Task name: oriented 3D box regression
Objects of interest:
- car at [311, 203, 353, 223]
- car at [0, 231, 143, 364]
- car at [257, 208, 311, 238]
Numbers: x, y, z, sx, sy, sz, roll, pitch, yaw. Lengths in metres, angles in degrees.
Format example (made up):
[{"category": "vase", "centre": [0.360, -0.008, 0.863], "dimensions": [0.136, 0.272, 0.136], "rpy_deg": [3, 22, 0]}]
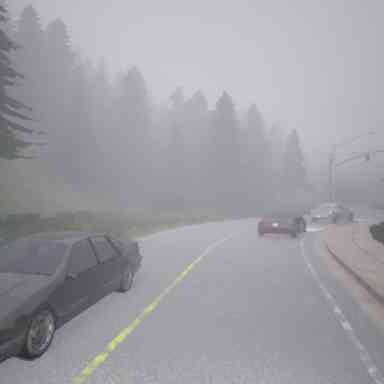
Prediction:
[{"category": "car", "centre": [10.967, 1.599, 26.063], "dimensions": [4.674, 1.442, 1.812], "rpy_deg": [1, 0, -44]}, {"category": "car", "centre": [-2.562, 1.507, 6.270], "dimensions": [2.033, 1.411, 5.357], "rpy_deg": [1, 0, 11]}, {"category": "car", "centre": [4.973, 1.585, 18.100], "dimensions": [1.994, 1.385, 4.181], "rpy_deg": [1, 0, 27]}]
